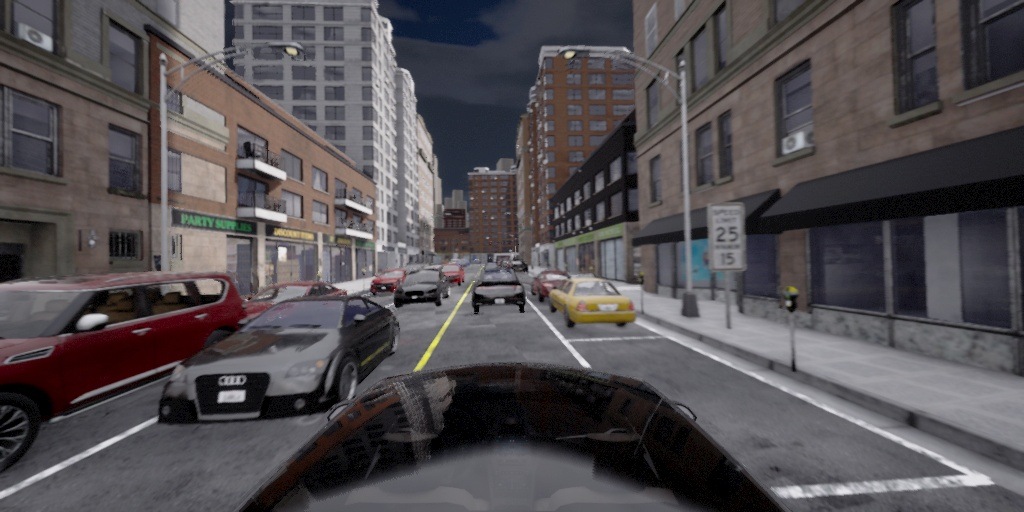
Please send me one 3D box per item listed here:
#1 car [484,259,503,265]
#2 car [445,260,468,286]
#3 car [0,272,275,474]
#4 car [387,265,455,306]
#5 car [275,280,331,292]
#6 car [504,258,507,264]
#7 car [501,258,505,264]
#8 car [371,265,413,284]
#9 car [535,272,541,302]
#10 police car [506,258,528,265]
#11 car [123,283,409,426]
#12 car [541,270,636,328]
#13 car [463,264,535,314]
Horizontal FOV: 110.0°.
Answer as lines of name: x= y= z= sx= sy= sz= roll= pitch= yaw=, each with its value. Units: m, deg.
car: x=-2.422 y=1.410 z=43.448 sx=1.994 sy=1.385 sz=4.181 roll=-1 pitch=0 yaw=-3
car: x=-4.540 y=1.341 z=26.481 sx=1.882 sy=1.535 sz=5.008 roll=-1 pitch=0 yaw=-3
car: x=-5.941 y=1.196 z=4.908 sx=2.192 sy=1.841 sz=5.009 roll=0 pitch=0 yaw=-4
car: x=-3.903 y=1.343 z=16.198 sx=1.837 sy=1.490 sz=4.892 roll=-1 pitch=0 yaw=-4
car: x=-6.285 y=1.434 z=10.378 sx=1.888 sy=1.381 sz=4.507 roll=0 pitch=0 yaw=-4
car: x=0.353 y=1.273 z=47.922 sx=1.882 sy=1.535 sz=5.008 roll=-1 pitch=0 yaw=-4
car: x=-0.868 y=1.412 z=60.147 sx=2.007 sy=1.370 sz=4.403 roll=0 pitch=0 yaw=-4
car: x=-6.972 y=1.456 z=21.319 sx=1.888 sy=1.381 sz=4.507 roll=0 pitch=0 yaw=-4
car: x=1.878 y=1.292 z=16.376 sx=1.802 sy=1.307 sz=4.207 roll=0 pitch=0 yaw=-4
police car: x=0.778 y=1.194 z=41.044 sx=1.930 sy=1.638 sz=5.238 roll=-1 pitch=0 yaw=-4
car: x=-3.265 y=1.386 z=5.991 sx=1.994 sy=1.385 sz=4.181 roll=-1 pitch=0 yaw=-4
car: x=2.211 y=1.225 z=11.074 sx=1.751 sy=1.417 sz=4.829 roll=0 pitch=0 yaw=-4
car: x=-0.557 y=1.254 z=14.031 sx=2.128 sy=1.511 sz=4.902 roll=-1 pitch=0 yaw=-4
